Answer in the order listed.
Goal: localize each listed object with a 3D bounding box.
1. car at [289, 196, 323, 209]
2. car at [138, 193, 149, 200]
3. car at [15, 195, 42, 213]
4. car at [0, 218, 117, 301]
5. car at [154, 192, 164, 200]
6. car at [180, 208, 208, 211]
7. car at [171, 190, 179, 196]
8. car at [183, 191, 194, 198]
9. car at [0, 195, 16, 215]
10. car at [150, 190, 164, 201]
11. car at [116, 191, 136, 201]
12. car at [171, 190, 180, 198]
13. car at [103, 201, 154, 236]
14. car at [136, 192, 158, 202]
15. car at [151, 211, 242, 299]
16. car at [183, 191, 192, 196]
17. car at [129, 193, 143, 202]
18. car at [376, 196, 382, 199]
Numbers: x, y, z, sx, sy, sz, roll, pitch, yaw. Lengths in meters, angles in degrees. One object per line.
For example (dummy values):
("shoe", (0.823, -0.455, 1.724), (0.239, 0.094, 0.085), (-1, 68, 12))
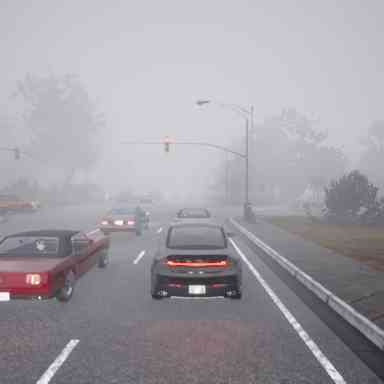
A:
("car", (13.675, 1.208, 38.383), (4.902, 1.511, 2.128), (0, 0, -3))
("car", (-10.724, 0.972, 73.799), (1.895, 1.301, 4.718), (0, 1, -1))
("car", (-17.306, 1.114, 32.873), (4.553, 1.767, 2.097), (0, 0, -3))
("car", (-3.411, 1.568, 8.164), (1.895, 1.301, 4.718), (0, 0, 0))
("car", (-7.220, 0.856, 73.671), (1.882, 1.535, 5.008), (0, 1, -1))
("car", (0.084, 1.492, 17.656), (1.895, 1.301, 4.718), (0, 0, 0))
("car", (-4.882, 0.259, 94.773), (2.097, 1.767, 4.553), (0, 1, -7))
("car", (-0.651, 0.761, 85.262), (1.994, 1.385, 4.181), (0, 1, -4))
("car", (-18.440, 1.274, 28.856), (5.008, 1.535, 1.882), (0, 0, 3))
("car", (-7.151, 0.716, 63.481), (2.150, 2.045, 5.566), (0, 1, -1))
("car", (-10.679, 0.807, 53.826), (2.150, 2.045, 5.566), (0, 0, 0))
("car", (-4.124, 0.741, 84.726), (2.128, 1.511, 4.902), (0, 1, -4))
("car", (-3.442, 1.438, 17.753), (2.033, 1.411, 5.357), (0, 0, -1))
("car", (-7.180, 1.137, 53.306), (2.033, 1.411, 5.357), (0, 0, 0))
("car", (0.090, 1.471, 8.343), (1.837, 1.490, 4.892), (0, 0, 0))
("car", (-1.402, 0.440, 95.140), (2.033, 1.411, 5.357), (0, 1, -7))
("car", (-10.661, 0.971, 63.713), (1.882, 1.535, 5.008), (0, 1, 0))
("car", (23.759, 0.933, 38.969), (5.566, 2.045, 2.150), (0, 0, -3))
